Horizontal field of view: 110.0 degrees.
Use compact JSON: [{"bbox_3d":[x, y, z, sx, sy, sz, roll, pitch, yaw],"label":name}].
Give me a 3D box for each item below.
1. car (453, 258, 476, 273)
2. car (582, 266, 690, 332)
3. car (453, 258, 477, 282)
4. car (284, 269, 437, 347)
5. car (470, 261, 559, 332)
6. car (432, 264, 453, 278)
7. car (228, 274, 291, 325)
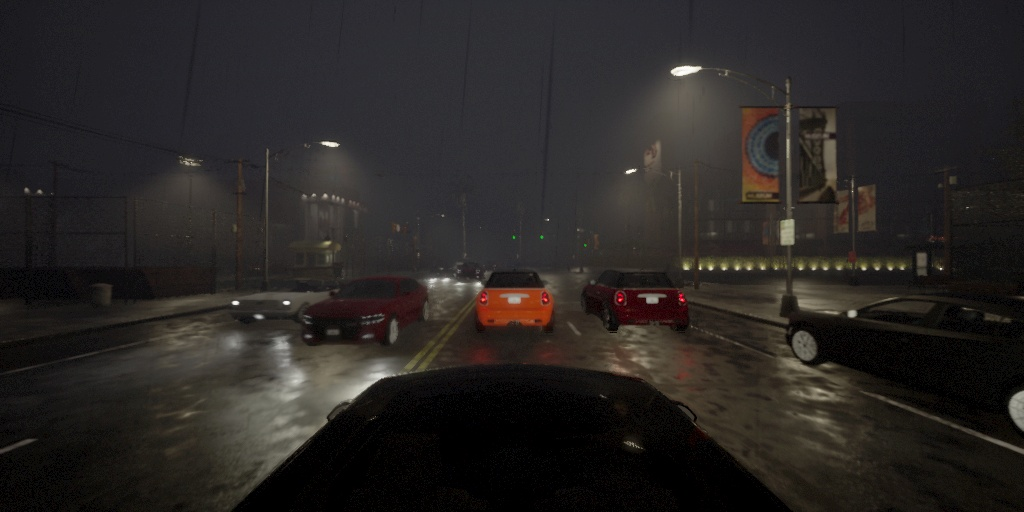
[{"bbox_3d":[-6.768,1.290,51.802,2.150,2.045,5.566,0,0,4],"label":"car"},{"bbox_3d":[3.579,1.163,11.246,2.097,1.767,4.553,0,0,0],"label":"car"},{"bbox_3d":[-3.592,1.293,31.618,2.097,1.767,4.553,0,0,0],"label":"car"},{"bbox_3d":[-3.602,1.279,9.725,1.882,1.535,5.008,0,0,0],"label":"car"},{"bbox_3d":[0.079,1.162,11.246,2.097,1.767,4.553,0,0,0],"label":"car"},{"bbox_3d":[-7.075,1.535,36.373,1.994,1.385,4.181,0,0,0],"label":"car"},{"bbox_3d":[-7.102,1.418,12.289,1.895,1.301,4.718,0,0,0],"label":"car"}]
